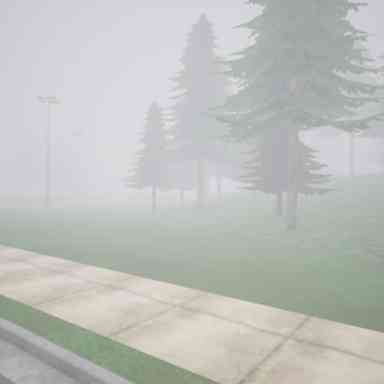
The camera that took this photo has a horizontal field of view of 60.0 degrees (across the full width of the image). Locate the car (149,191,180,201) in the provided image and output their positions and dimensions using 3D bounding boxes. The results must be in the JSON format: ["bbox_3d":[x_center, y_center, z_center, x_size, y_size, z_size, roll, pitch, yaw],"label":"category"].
[{"bbox_3d":[-4.790,0.885,58.681,1.895,1.301,4.718,1,1,37],"label":"car"}]

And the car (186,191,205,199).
[{"bbox_3d":[1.464,0.636,67.254,2.097,1.767,4.553,1,1,36],"label":"car"}]

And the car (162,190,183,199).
[{"bbox_3d":[-4.173,0.499,71.401,2.097,1.767,4.553,1,1,36],"label":"car"}]

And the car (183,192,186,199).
[{"bbox_3d":[-1.355,0.571,69.328,2.097,1.767,4.553,1,1,36],"label":"car"}]

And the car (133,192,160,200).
[{"bbox_3d":[-8.851,0.701,64.996,2.033,1.411,5.357,1,1,37],"label":"car"}]

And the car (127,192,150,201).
[{"bbox_3d":[-8.947,0.766,58.993,2.033,1.411,5.357,1,1,37],"label":"car"}]
